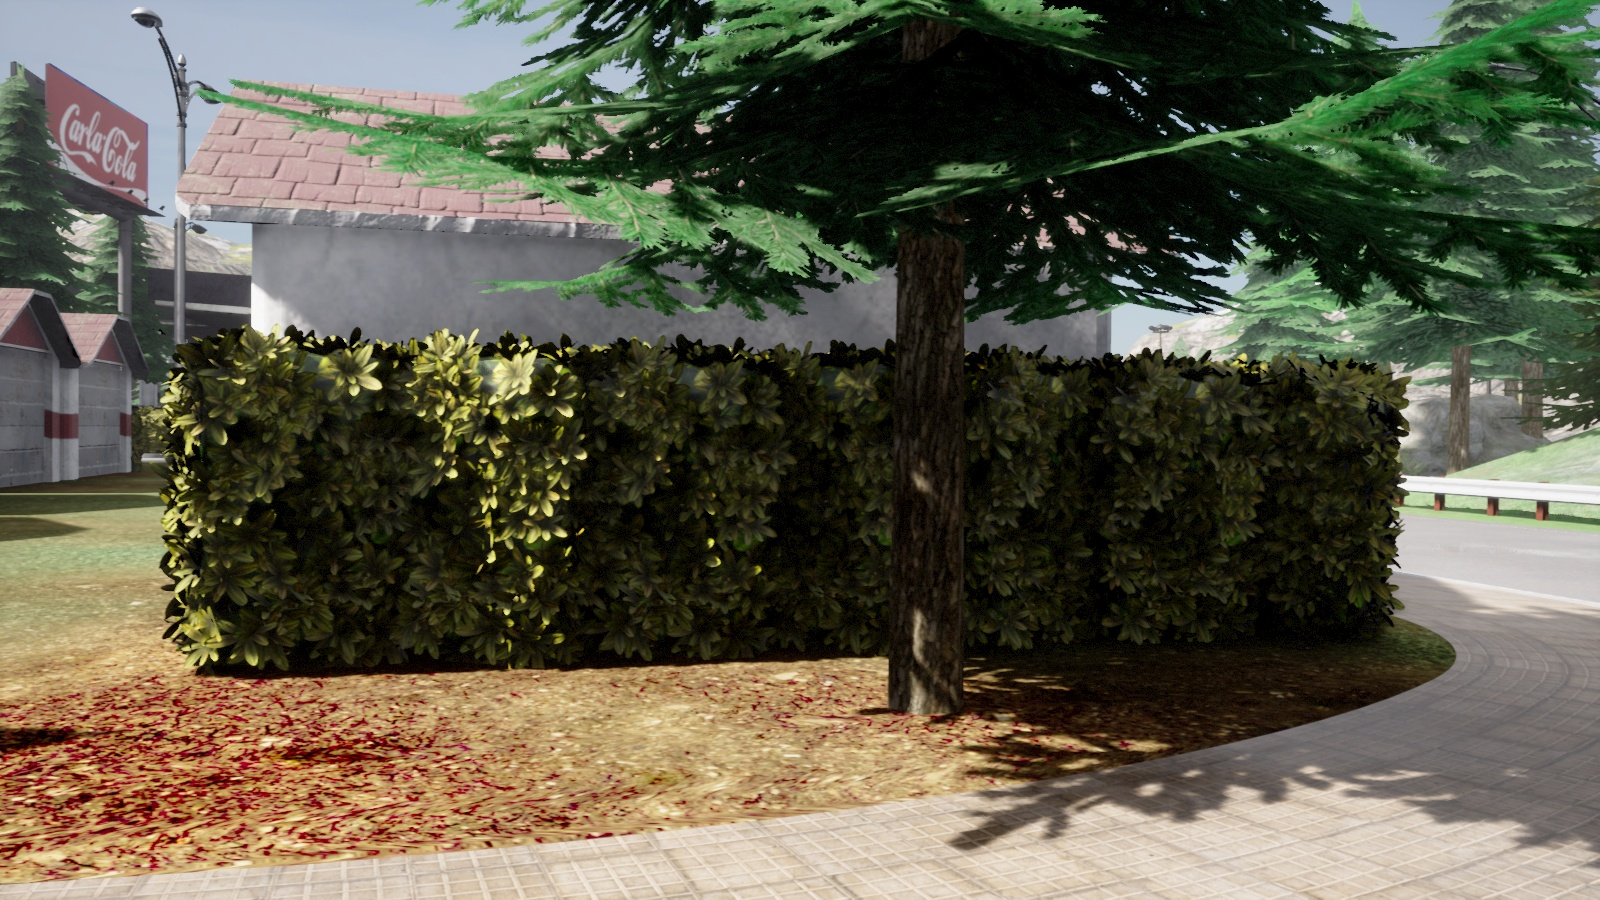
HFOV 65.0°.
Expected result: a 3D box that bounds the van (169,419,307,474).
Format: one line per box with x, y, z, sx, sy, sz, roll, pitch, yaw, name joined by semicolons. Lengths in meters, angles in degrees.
-20.894;-0.100;46.848;4.442;1.987;1.775;0;-1;-14;van
